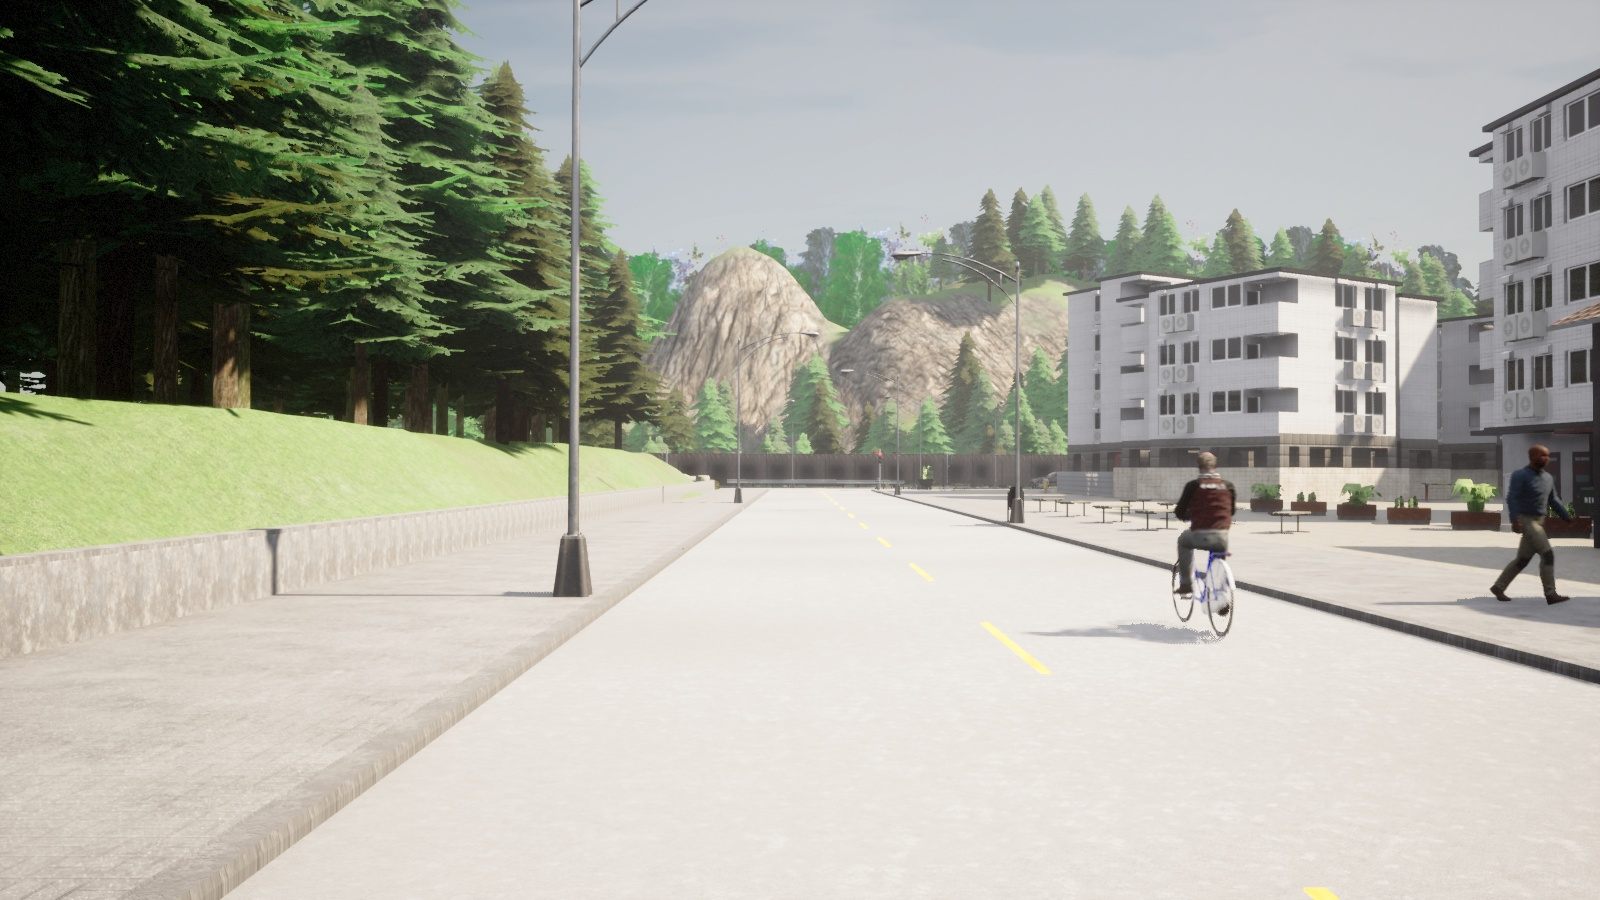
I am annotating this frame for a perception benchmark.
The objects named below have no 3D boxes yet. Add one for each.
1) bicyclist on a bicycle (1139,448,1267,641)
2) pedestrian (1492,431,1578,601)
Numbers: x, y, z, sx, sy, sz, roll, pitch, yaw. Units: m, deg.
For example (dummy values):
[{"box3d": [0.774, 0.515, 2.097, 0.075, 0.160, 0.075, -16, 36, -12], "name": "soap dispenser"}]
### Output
[{"box3d": [3.967, 0.879, 12.503, 0.659, 1.776, 1.843, 0, -1, 0], "name": "bicyclist on a bicycle"}, {"box3d": [8.174, 0.721, 13.983, 0.370, 1.835, 0.726, 0, -1, -25], "name": "pedestrian"}]
